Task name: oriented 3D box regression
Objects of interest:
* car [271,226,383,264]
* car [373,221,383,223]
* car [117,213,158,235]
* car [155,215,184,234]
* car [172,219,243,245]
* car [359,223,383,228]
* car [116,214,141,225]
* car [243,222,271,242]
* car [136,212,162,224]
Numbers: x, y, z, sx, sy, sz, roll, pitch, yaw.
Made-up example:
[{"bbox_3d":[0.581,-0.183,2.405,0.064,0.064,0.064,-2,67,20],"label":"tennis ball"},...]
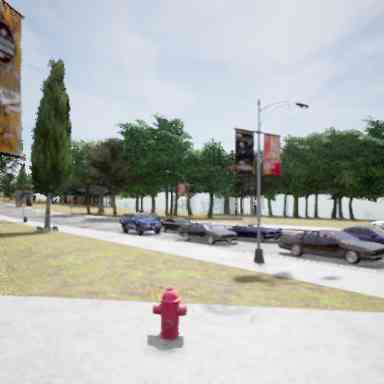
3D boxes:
[{"bbox_3d":[6.905,2.626,16.848,2.033,1.411,5.357,0,-2,-36],"label":"car"},{"bbox_3d":[15.031,2.354,22.424,2.150,2.045,5.566,0,-2,-36],"label":"car"},{"bbox_3d":[-5.264,3.141,33.551,2.150,2.045,5.566,0,-3,-36],"label":"car"},{"bbox_3d":[-1.473,3.361,33.864,1.837,1.490,4.892,0,-3,-36],"label":"car"},{"bbox_3d":[0.993,3.020,24.961,2.033,1.411,5.357,0,-3,-36],"label":"car"},{"bbox_3d":[9.834,2.606,18.346,1.812,1.442,4.674,0,-2,-36],"label":"car"},{"bbox_3d":[-9.796,4.218,50.975,1.837,1.490,4.892,0,-3,-36],"label":"car"},{"bbox_3d":[4.616,3.027,25.506,1.895,1.301,4.718,0,-3,-36],"label":"car"},{"bbox_3d":[-6.854,4.063,52.460,2.097,1.767,4.553,0,-3,-36],"label":"car"}]
